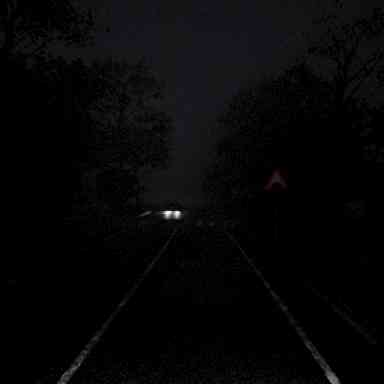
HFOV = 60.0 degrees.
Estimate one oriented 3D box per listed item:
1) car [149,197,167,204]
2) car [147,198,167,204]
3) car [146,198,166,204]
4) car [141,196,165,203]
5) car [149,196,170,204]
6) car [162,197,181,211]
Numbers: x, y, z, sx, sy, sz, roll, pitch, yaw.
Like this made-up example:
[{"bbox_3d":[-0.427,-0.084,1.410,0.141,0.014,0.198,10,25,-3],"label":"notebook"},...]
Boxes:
[{"bbox_3d":[-9.023,2.280,89.593,4.553,1.767,2.185,0,-2,1],"label":"car"},{"bbox_3d":[-9.032,2.307,86.813,5.008,1.535,2.097,0,-2,1],"label":"car"},{"bbox_3d":[-9.065,2.219,84.042,4.892,1.521,2.231,0,-2,1],"label":"car"},{"bbox_3d":[-8.908,2.135,81.273,5.366,1.575,1.946,0,-2,1],"label":"car"},{"bbox_3d":[-8.929,2.257,92.366,5.566,2.045,2.435,0,-2,1],"label":"car"},{"bbox_3d":[-2.519,1.817,44.841,1.994,1.385,4.181,0,0,1],"label":"car"}]
